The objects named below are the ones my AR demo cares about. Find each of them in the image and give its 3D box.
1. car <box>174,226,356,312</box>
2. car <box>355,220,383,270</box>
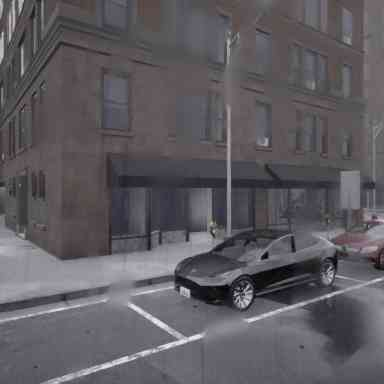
[{"bbox_3d":[1.640,1.566,7.704,4.313,1.339,1.947,0,0,-35],"label":"car"},{"bbox_3d":[6.119,1.582,10.898,4.206,1.307,1.802,0,0,-35],"label":"car"}]
